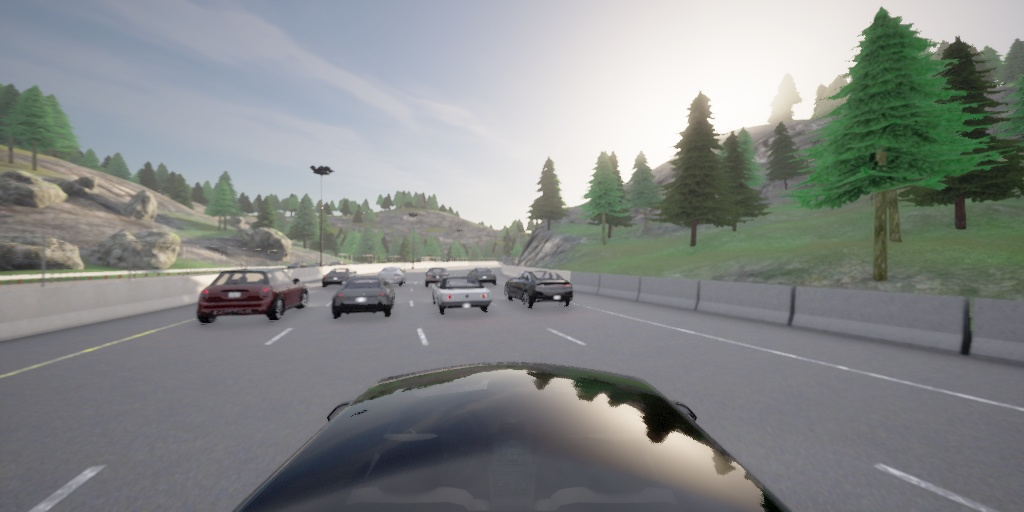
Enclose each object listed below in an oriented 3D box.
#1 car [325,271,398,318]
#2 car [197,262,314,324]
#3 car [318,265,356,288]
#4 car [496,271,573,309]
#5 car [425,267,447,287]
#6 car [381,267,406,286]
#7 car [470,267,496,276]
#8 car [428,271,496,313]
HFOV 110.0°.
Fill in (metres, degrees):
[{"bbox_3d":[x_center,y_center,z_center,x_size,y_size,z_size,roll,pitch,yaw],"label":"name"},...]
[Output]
[{"bbox_3d":[-5.591,1.437,13.850,1.994,1.385,4.181,0,-1,-17],"label":"car"},{"bbox_3d":[-8.932,1.210,12.813,2.097,1.767,4.553,0,-1,-16],"label":"car"},{"bbox_3d":[-12.731,1.569,26.960,1.994,1.385,4.181,0,-1,-12],"label":"car"},{"bbox_3d":[1.045,1.395,16.086,2.128,1.511,4.902,0,0,-16],"label":"car"},{"bbox_3d":[-5.740,1.566,27.668,2.033,1.411,5.357,0,-1,-12],"label":"car"},{"bbox_3d":[-9.412,1.546,28.174,1.812,1.442,4.674,0,0,-12],"label":"car"},{"bbox_3d":[-2.505,1.603,29.349,1.994,1.385,4.181,0,-1,-12],"label":"car"},{"bbox_3d":[-2.225,1.487,14.780,1.895,1.301,4.718,0,-1,-16],"label":"car"}]
